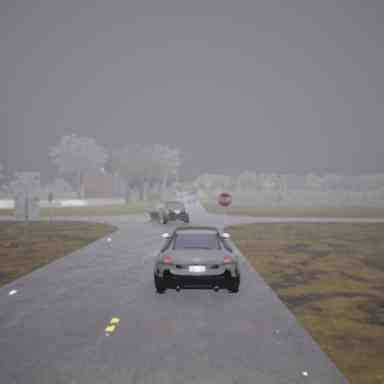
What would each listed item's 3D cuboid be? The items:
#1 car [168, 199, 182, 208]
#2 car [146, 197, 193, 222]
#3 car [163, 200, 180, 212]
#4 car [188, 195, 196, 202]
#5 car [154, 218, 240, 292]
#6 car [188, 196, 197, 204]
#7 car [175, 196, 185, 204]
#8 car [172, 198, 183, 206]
[{"bbox_3d":[-2.749,1.912,55.190,1.994,1.385,4.181,0,0,1],"label":"car"},{"bbox_3d":[-2.006,1.508,26.338,2.097,1.767,4.553,0,1,-26],"label":"car"},{"bbox_3d":[-2.767,1.856,45.324,1.994,1.385,4.181,0,0,0],"label":"car"},{"bbox_3d":[0.090,1.701,86.876,2.097,1.767,4.553,0,0,0],"label":"car"},{"bbox_3d":[0.111,1.630,9.127,1.994,1.385,4.181,0,0,0],"label":"car"},{"bbox_3d":[0.080,2.009,76.863,1.994,1.385,4.181,0,0,0],"label":"car"},{"bbox_3d":[-2.673,1.809,74.662,2.097,1.767,4.553,0,0,0],"label":"car"},{"bbox_3d":[-2.705,1.876,64.264,1.882,1.535,5.008,0,0,0],"label":"car"}]
